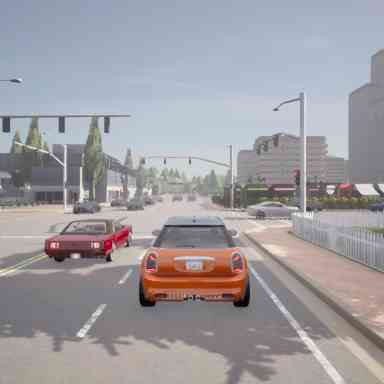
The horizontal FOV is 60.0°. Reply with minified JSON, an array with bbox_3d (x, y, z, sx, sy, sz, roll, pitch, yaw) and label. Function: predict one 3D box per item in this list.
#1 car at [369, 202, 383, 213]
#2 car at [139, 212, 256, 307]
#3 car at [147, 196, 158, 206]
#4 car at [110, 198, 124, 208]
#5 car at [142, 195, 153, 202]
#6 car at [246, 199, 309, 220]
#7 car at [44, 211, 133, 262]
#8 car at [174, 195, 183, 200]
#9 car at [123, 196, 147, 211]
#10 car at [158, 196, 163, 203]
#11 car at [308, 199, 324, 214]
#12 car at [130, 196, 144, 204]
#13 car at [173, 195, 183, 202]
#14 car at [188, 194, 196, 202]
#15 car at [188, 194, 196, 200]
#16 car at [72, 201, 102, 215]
[{"bbox_3d":[21.364,1.478,35.058,5.008,1.535,1.882,0,0,-2],"label":"car"},{"bbox_3d":[0.060,1.352,8.143,2.097,1.767,4.553,0,0,0],"label":"car"},{"bbox_3d":[-7.117,1.601,53.909,1.895,1.301,4.718,0,0,0],"label":"car"},{"bbox_3d":[-10.618,1.564,48.729,1.994,1.385,4.181,0,0,0],"label":"car"},{"bbox_3d":[-10.537,1.546,78.952,1.994,1.385,4.181,0,0,0],"label":"car"},{"bbox_3d":[6.879,1.526,27.552,4.674,1.442,1.812,0,0,3],"label":"car"},{"bbox_3d":[-3.422,1.601,12.037,1.895,1.301,4.718,0,0,0],"label":"car"},{"bbox_3d":[-3.541,1.425,87.751,1.994,1.385,4.181,0,0,0],"label":"car"},{"bbox_3d":[-6.741,1.506,39.917,1.837,1.490,4.892,0,0,-5],"label":"car"},{"bbox_3d":[-7.034,1.522,68.991,2.128,1.511,4.902,0,0,0],"label":"car"},{"bbox_3d":[11.255,1.492,34.804,4.902,1.511,2.128,0,0,-1],"label":"car"},{"bbox_3d":[-10.574,1.507,64.242,1.837,1.490,4.892,0,-1,0],"label":"car"},{"bbox_3d":[-3.537,1.513,77.796,1.812,1.442,4.674,0,0,0],"label":"car"},{"bbox_3d":[-0.037,1.531,77.479,2.033,1.411,5.357,0,0,0],"label":"car"},{"bbox_3d":[-0.041,1.398,87.754,2.128,1.511,4.902,0,0,0],"label":"car"},{"bbox_3d":[-10.618,1.564,33.883,1.994,1.385,4.181,0,0,0],"label":"car"}]
